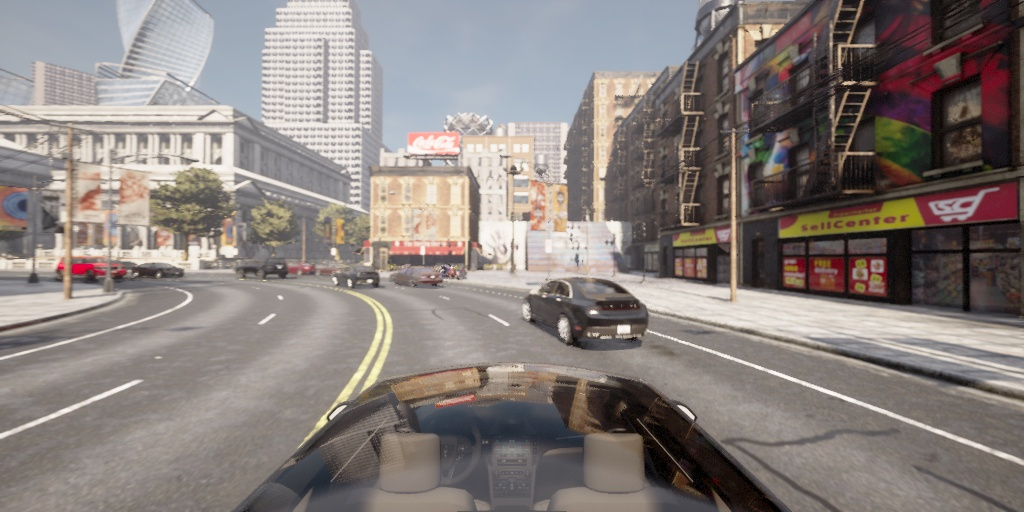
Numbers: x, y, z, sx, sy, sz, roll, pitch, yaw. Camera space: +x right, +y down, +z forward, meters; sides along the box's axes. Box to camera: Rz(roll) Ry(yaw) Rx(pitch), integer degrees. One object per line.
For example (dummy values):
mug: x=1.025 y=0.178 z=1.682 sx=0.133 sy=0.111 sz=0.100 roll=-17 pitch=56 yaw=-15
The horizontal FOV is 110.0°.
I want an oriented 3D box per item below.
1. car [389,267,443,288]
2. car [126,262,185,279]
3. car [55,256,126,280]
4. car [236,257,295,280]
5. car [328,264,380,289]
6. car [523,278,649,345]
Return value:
car: x=-7.041 y=1.472 z=26.043 sx=2.033 sy=1.411 sz=5.357 roll=1 pitch=-1 yaw=-42
car: x=-33.612 y=1.341 z=34.128 sx=5.008 sy=1.535 sz=1.882 roll=0 pitch=-1 yaw=16
car: x=-36.969 y=1.031 z=31.479 sx=5.566 sy=2.045 sz=2.150 roll=0 pitch=-1 yaw=12
car: x=-23.767 y=1.137 z=34.190 sx=5.566 sy=2.045 sz=2.150 roll=0 pitch=0 yaw=26
car: x=-10.835 y=1.398 z=24.874 sx=1.837 sy=1.490 sz=4.892 roll=1 pitch=-1 yaw=-44
car: x=1.729 y=1.333 z=9.926 sx=1.837 sy=1.490 sz=4.892 roll=1 pitch=-1 yaw=-15
